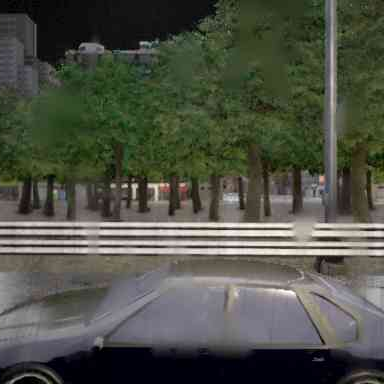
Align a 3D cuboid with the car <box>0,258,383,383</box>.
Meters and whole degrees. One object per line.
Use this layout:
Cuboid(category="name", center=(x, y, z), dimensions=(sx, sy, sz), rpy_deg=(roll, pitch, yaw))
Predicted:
Cuboid(category="car", center=(0.228, 1.543, 3.817), dimensions=(5.357, 1.411, 2.033), rpy_deg=(0, 0, 2))
